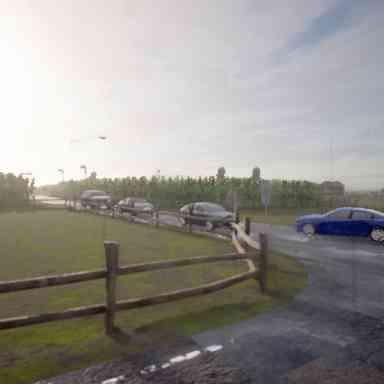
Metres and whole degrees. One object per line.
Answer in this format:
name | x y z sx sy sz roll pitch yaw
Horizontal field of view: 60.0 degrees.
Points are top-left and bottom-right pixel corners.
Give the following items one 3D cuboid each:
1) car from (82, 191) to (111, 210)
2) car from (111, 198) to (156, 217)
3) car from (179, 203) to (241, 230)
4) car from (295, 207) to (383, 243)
car | -10.854 0.878 37.774 2.150 2.045 5.566 0 1 -34
car | -4.912 1.294 29.101 2.128 1.511 4.902 0 1 -34
car | 0.963 1.452 20.475 1.837 1.490 4.892 0 1 -33
car | 7.756 1.513 16.624 5.008 1.535 1.882 1 2 34
